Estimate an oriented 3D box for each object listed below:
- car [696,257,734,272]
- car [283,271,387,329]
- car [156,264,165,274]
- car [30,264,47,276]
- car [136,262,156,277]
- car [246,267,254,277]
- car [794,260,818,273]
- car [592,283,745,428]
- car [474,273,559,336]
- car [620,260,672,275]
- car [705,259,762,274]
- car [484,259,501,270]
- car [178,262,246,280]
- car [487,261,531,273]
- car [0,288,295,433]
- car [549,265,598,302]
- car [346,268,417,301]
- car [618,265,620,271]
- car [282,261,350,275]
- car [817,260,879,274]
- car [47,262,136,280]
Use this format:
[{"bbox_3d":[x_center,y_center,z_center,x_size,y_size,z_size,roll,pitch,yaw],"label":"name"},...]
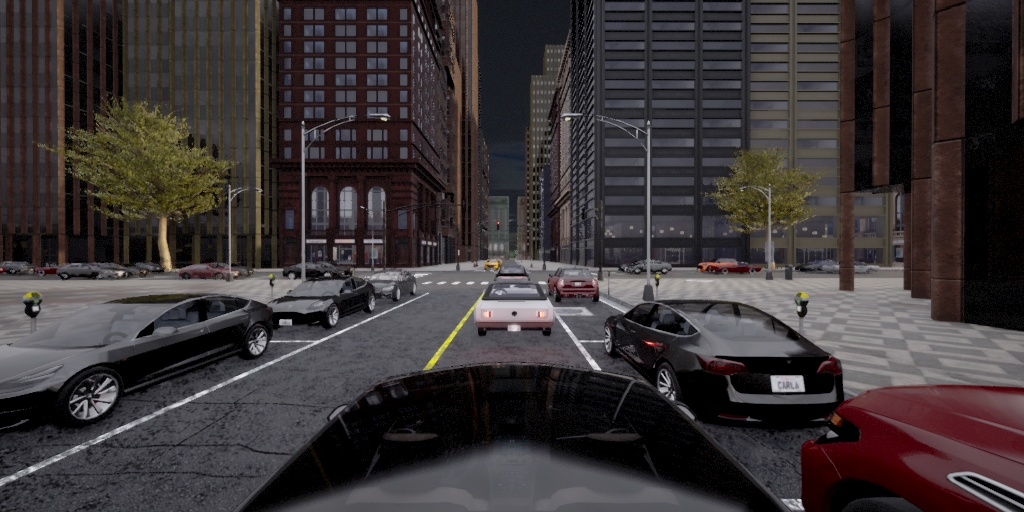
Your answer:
[{"bbox_3d":[24.054,1.026,41.802,4.553,1.767,2.097,0,0,0],"label":"car"},{"bbox_3d":[-5.756,1.316,11.306,1.948,1.339,4.313,0,0,0],"label":"car"},{"bbox_3d":[-43.166,1.410,41.698,4.181,1.385,1.994,0,0,0],"label":"car"},{"bbox_3d":[-47.731,1.477,38.390,4.718,1.301,1.895,0,0,0],"label":"car"},{"bbox_3d":[-38.339,1.370,35.018,4.892,1.490,1.837,0,0,0],"label":"car"},{"bbox_3d":[-27.933,1.340,35.022,4.892,1.490,1.837,0,0,0],"label":"car"},{"bbox_3d":[36.187,1.195,41.813,5.357,1.411,2.033,0,0,0],"label":"car"},{"bbox_3d":[2.766,1.316,5.667,1.948,1.339,4.313,0,0,0],"label":"car"},{"bbox_3d":[0.070,1.351,10.373,1.895,1.301,4.718,0,0,0],"label":"car"},{"bbox_3d":[14.641,1.201,38.553,4.902,1.511,2.128,0,0,-2],"label":"car"},{"bbox_3d":[23.910,1.290,38.559,4.718,1.301,1.895,0,0,0],"label":"car"},{"bbox_3d":[-3.022,1.250,53.429,1.882,1.535,5.008,0,0,0],"label":"car"},{"bbox_3d":[-26.809,1.373,31.776,4.674,1.442,1.812,0,0,0],"label":"car"},{"bbox_3d":[0.012,1.244,19.583,2.128,1.511,4.902,0,0,0],"label":"car"},{"bbox_3d":[-5.759,1.316,5.670,1.948,1.339,4.313,0,0,0],"label":"car"},{"bbox_3d":[2.772,1.191,16.939,1.967,1.591,4.097,0,0,0],"label":"car"},{"bbox_3d":[-5.753,1.302,16.943,2.007,1.370,4.403,0,0,0],"label":"car"},{"bbox_3d":[14.858,1.199,41.791,4.892,1.490,1.837,0,0,0],"label":"car"},{"bbox_3d":[-17.529,1.299,31.792,5.008,1.535,1.882,0,0,-1],"label":"car"},{"bbox_3d":[36.282,1.264,38.564,4.718,1.301,1.895,0,0,0],"label":"car"},{"bbox_3d":[-37.148,1.368,31.766,4.902,1.511,2.128,0,0,0],"label":"car"}]
